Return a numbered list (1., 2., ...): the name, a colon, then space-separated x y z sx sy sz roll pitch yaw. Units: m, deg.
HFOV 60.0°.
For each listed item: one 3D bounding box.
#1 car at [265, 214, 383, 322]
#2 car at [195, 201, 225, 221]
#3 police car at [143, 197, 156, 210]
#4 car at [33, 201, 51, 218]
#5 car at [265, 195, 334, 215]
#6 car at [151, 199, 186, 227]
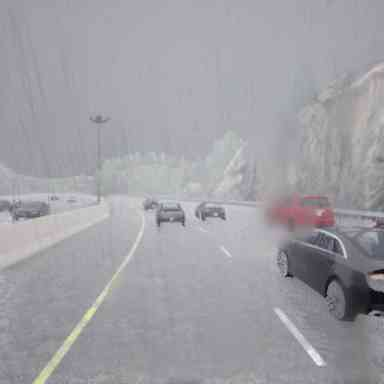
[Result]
1. car: 3.330 1.476 7.191 2.128 1.511 4.902 0 0 -3
2. car: 1.424 1.491 26.866 1.812 1.442 4.674 0 0 -8
3. police car: -5.138 1.467 42.157 2.038 1.542 4.974 0 0 -13
4. car: -13.057 1.501 27.590 1.837 1.490 4.892 0 0 -10
5. car: 5.975 1.186 19.040 2.150 2.045 5.566 0 0 -6
6. car: -1.555 1.468 22.859 2.128 1.511 4.902 0 0 -7
